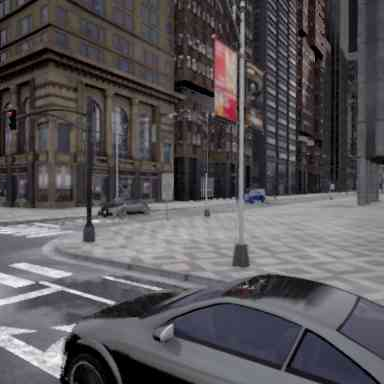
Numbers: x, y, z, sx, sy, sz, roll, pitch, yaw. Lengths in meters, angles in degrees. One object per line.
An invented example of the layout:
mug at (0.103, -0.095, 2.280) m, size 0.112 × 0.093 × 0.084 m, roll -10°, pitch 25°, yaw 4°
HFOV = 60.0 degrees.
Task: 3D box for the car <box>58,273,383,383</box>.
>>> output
car at (0.587, 1.561, 3.268) m, size 4.181 × 1.385 × 1.994 m, roll 0°, pitch 0°, yaw 35°

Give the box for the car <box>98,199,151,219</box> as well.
car at (-5.136, 1.243, 25.625) m, size 1.994 × 1.385 × 4.181 m, roll 0°, pitch 1°, yaw 36°

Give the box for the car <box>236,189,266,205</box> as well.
car at (7.802, 0.603, 43.662) m, size 2.150 × 2.045 × 5.566 m, roll 0°, pitch 1°, yaw 36°
